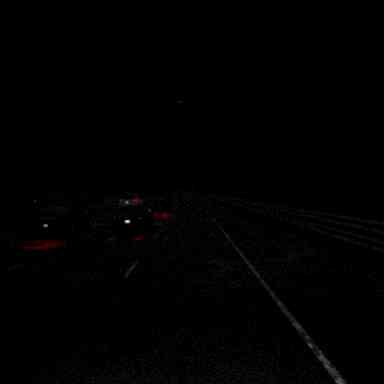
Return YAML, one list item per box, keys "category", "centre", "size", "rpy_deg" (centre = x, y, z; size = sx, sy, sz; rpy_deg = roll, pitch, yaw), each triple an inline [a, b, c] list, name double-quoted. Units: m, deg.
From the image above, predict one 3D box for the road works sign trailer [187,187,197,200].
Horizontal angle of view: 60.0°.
- category: "road works sign trailer"
  centre: [0.006, 0.412, 87.255]
  size: [2.380, 3.560, 2.880]
  rpy_deg: [0, 0, 0]

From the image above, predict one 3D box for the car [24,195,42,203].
- category: "car"
  centre: [-24.548, 1.301, 52.537]
  size: [2.097, 1.767, 4.553]
  rpy_deg: [0, 0, 1]

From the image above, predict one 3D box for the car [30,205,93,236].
- category: "car"
  centre: [-6.898, 1.434, 18.158]
  size: [1.882, 1.535, 5.008]
  rpy_deg: [0, 0, 0]

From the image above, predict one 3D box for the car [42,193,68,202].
- category: "car"
  centre: [-21.047, 1.169, 52.721]
  size: [2.150, 2.045, 5.566]
  rpy_deg: [0, 0, 1]

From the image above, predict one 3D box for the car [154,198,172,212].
- category: "car"
  centre: [-3.397, 1.440, 38.737]
  size: [2.128, 1.511, 4.902]
  rpy_deg: [0, 0, 0]

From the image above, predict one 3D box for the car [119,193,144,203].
- category: "car"
  centre: [-6.897, 1.170, 38.048]
  size: [2.150, 2.045, 5.566]
  rpy_deg: [0, 0, 0]

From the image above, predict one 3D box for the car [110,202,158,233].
- category: "car"
  centre: [-3.398, 1.519, 19.496]
  size: [1.994, 1.385, 4.181]
  rpy_deg: [0, 0, 0]

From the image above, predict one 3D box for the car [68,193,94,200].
- category: "car"
  centre: [-17.552, 1.169, 53.706]
  size: [2.150, 2.045, 5.566]
  rpy_deg: [0, 0, 1]
